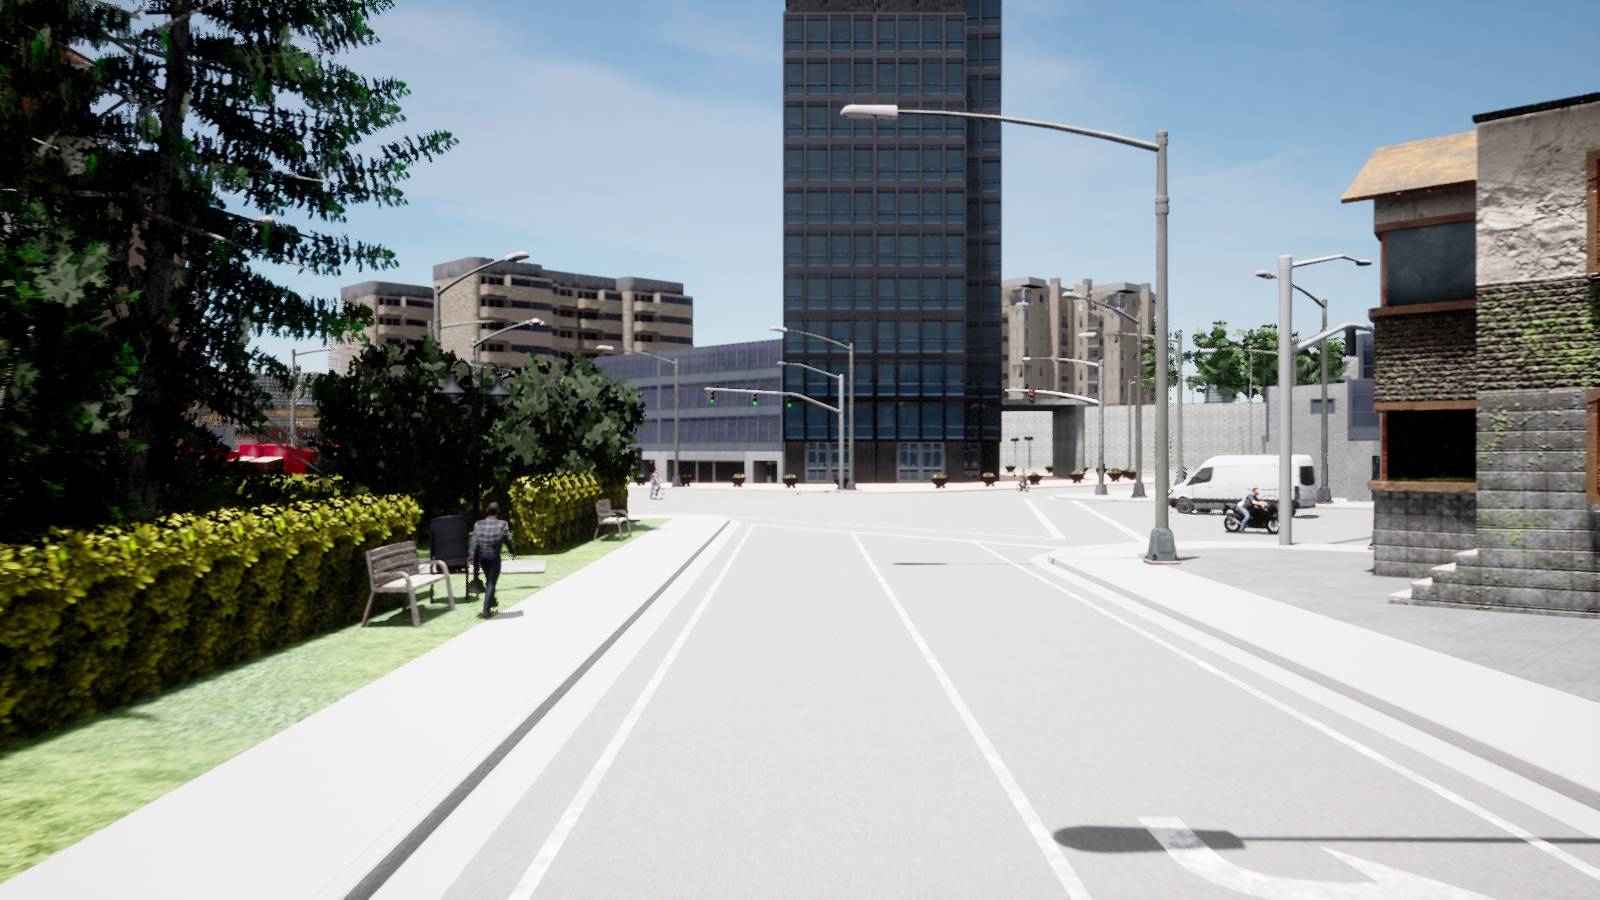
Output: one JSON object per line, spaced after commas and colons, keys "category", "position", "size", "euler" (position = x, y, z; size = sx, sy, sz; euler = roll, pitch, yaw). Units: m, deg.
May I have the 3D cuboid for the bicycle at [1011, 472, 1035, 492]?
{"category": "bicycle", "position": [14.928, 2.147, 76.525], "size": [1.487, 1.301, 0.859], "euler": [0, 0, -44]}

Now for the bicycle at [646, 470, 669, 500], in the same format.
{"category": "bicycle", "position": [-8.196, 2.011, 65.886], "size": [1.643, 1.717, 0.373], "euler": [0, 0, 44]}

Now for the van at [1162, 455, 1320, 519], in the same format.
{"category": "van", "position": [18.539, 1.493, 48.302], "size": [1.988, 2.561, 5.915], "euler": [0, 0, -45]}

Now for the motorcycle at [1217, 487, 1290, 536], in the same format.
{"category": "motorcycle", "position": [14.763, 1.969, 37.201], "size": [0.803, 1.505, 2.033], "euler": [0, 0, -45]}

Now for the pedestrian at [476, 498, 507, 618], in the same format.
{"category": "pedestrian", "position": [-4.898, 1.701, 18.129], "size": [0.375, 1.860, 0.375], "euler": [0, 0, 3]}
